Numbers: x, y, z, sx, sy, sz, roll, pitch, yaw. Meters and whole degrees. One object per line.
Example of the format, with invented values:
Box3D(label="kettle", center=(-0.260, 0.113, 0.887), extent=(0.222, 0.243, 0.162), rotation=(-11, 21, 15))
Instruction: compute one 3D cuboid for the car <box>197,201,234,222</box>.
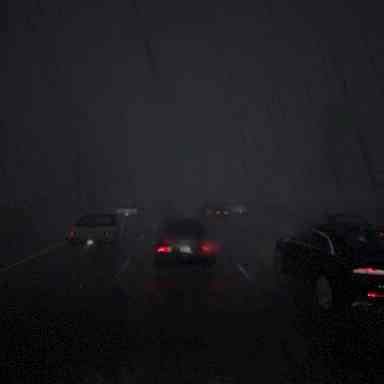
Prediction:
Box3D(label="car", center=(1.606, 1.625, 27.356), extent=(2.033, 1.411, 5.357), rotation=(0, 0, -8))

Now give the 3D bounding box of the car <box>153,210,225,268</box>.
Box3D(label="car", center=(-0.331, 1.582, 11.371), extent=(2.033, 1.411, 5.357), rotation=(0, 0, -4))

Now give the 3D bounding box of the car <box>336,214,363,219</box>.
Box3D(label="car", center=(6.431, 1.633, 14.919), extent=(1.895, 1.301, 4.718), rotation=(0, 0, -4))

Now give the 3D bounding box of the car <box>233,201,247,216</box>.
Box3D(label="car", center=(4.184, 1.616, 33.518), extent=(1.812, 1.442, 4.674), rotation=(0, 0, -9))

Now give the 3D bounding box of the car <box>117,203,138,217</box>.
Box3D(label="car", center=(-6.167, 1.706, 31.900), extent=(1.895, 1.301, 4.718), rotation=(0, 0, -9))

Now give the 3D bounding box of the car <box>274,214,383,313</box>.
Box3D(label="car", center=(3.332, 1.508, 7.679), extent=(2.128, 1.511, 4.902), rotation=(0, 0, -2))

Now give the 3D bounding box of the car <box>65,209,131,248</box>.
Box3D(label="car", center=(-4.106, 1.653, 15.050), extent=(1.895, 1.301, 4.718), rotation=(0, 0, -4))

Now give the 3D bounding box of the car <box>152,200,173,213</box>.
Box3D(label="car", center=(-3.101, 1.585, 34.637), extent=(1.882, 1.535, 5.008), rotation=(0, 0, -10))

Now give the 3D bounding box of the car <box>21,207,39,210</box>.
Box3D(label="car", center=(-18.642, 1.377, 40.593), extent=(2.150, 2.045, 5.566), rotation=(0, 0, -12))
